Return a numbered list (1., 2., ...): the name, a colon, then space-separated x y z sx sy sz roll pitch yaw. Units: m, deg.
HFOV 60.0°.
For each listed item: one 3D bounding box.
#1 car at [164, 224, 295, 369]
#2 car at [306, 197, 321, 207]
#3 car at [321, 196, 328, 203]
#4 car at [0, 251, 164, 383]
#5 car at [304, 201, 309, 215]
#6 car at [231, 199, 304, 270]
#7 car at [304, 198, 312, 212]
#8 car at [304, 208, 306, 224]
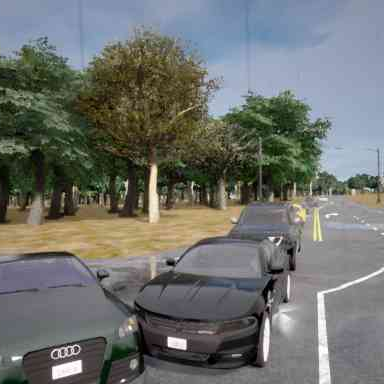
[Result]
1. car: 0.725 1.613 6.295 1.882 1.535 5.008 -1 -2 21
2. car: 19.508 1.577 54.696 2.097 1.767 4.553 -1 0 27
3. car: 29.059 1.668 73.657 1.812 1.442 4.674 -1 0 25
4. car: -2.319 1.643 4.992 1.994 1.385 4.181 1 -2 -33
5. car: 7.194 1.664 24.103 1.882 1.535 5.008 -1 0 20
6. car: 2.836 1.459 12.438 2.150 2.045 5.566 -2 0 20
7. car: 12.289 1.742 37.700 1.812 1.442 4.674 -1 0 21
8. car: 5.054 1.774 18.346 1.895 1.301 4.718 -1 0 21
